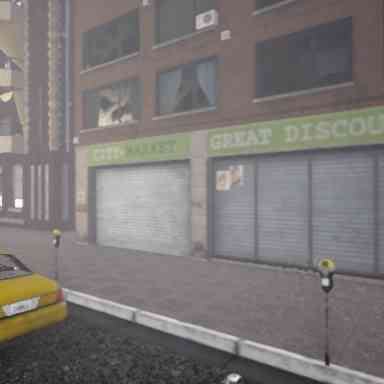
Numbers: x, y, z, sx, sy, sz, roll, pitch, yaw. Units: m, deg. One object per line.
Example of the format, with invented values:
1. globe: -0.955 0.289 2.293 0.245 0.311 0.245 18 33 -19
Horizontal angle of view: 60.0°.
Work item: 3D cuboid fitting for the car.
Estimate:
1. car: -4.195 1.528 5.866 4.829 1.417 1.752 0 0 35
